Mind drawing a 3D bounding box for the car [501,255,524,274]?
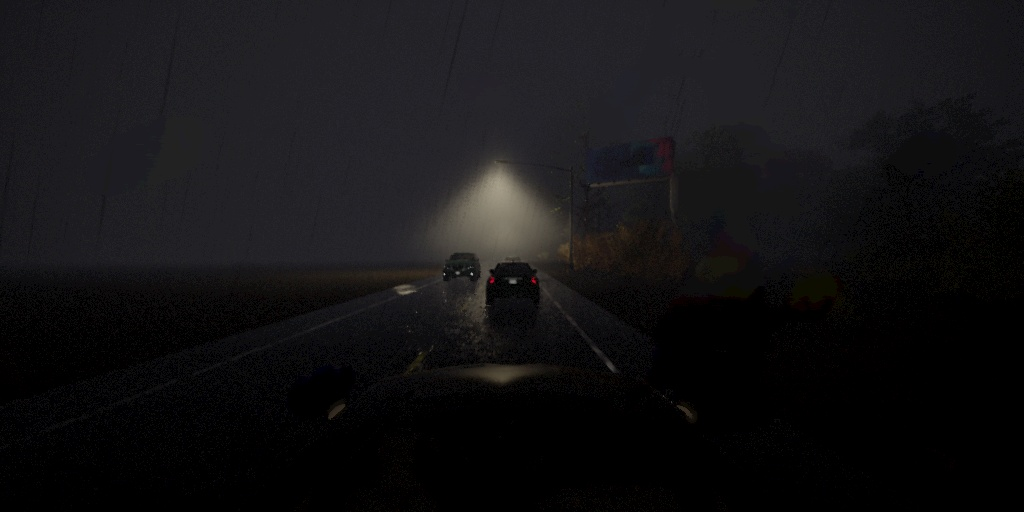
[{"bbox_3d":[0.085,0.766,34.899,2.097,1.767,4.553,0,1,0],"label":"car"}]

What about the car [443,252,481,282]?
[{"bbox_3d":[-3.521,0.730,26.093,2.150,2.045,5.566,0,0,0],"label":"car"}]

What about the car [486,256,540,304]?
[{"bbox_3d":[0.048,0.961,15.596,2.097,1.767,4.553,0,0,0],"label":"car"}]
